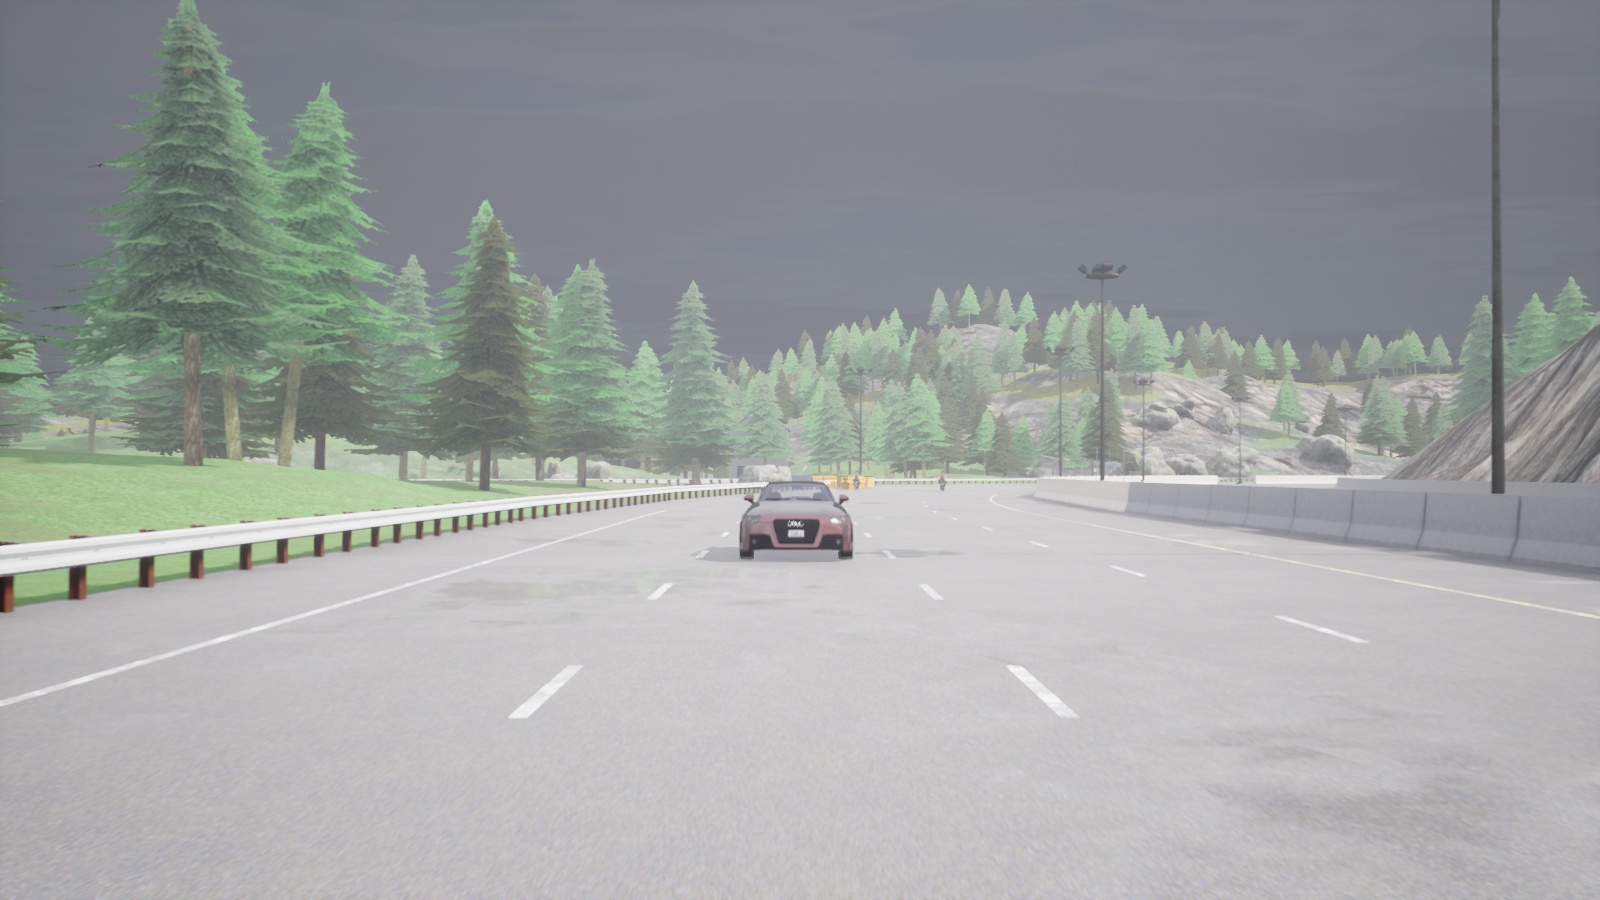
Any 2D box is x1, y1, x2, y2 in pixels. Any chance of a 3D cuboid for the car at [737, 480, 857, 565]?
[{"bbox_3d":[-0.056,1.266,23.115,1.994,1.385,4.181,0,-1,0],"label":"car"}]
